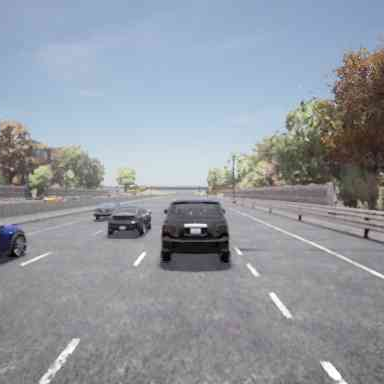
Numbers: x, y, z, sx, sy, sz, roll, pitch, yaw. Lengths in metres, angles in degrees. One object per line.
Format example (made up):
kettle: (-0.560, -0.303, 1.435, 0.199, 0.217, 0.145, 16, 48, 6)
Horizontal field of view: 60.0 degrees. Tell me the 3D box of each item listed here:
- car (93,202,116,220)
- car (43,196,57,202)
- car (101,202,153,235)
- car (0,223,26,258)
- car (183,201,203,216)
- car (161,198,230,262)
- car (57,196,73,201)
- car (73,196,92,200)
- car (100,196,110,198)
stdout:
car: (-6.890, 1.555, 28.488, 2.033, 1.411, 5.357, 0, 0, 0)
car: (-27.979, 1.514, 66.568, 1.882, 1.535, 5.008, 0, 0, 0)
car: (-3.395, 1.506, 18.681, 1.837, 1.490, 4.892, 0, 0, 0)
car: (-6.899, 1.351, 9.895, 2.097, 1.767, 4.553, 0, 0, 0)
car: (0.113, 1.611, 33.161, 1.895, 1.301, 4.718, 0, 0, 0)
car: (0.105, 1.221, 12.302, 2.150, 2.045, 5.566, 0, 0, 0)
car: (-24.479, 1.561, 66.567, 2.128, 1.511, 4.902, 0, 0, 0)
car: (-20.980, 1.524, 65.210, 1.837, 1.490, 4.892, 0, 0, 0)
car: (-17.479, 1.577, 66.576, 2.033, 1.411, 5.357, 0, 0, 0)
